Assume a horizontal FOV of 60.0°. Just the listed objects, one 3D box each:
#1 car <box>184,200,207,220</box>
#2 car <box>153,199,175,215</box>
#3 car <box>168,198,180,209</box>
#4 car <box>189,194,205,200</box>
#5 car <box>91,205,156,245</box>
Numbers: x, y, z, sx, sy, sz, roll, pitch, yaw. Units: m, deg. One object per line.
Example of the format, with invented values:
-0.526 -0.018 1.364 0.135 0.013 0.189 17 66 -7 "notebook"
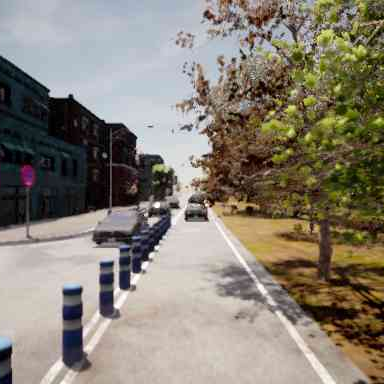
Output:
0.354 1.675 28.950 1.895 1.301 4.718 0 0 1 "car"
-3.032 1.676 32.357 1.895 1.301 4.718 0 0 1 "car"
-2.723 1.556 46.619 1.882 1.535 5.008 0 1 1 "car"
0.768 1.300 49.537 2.150 2.045 5.566 0 0 1 "car"
-3.260 1.607 16.229 2.033 1.411 5.357 0 0 1 "car"
